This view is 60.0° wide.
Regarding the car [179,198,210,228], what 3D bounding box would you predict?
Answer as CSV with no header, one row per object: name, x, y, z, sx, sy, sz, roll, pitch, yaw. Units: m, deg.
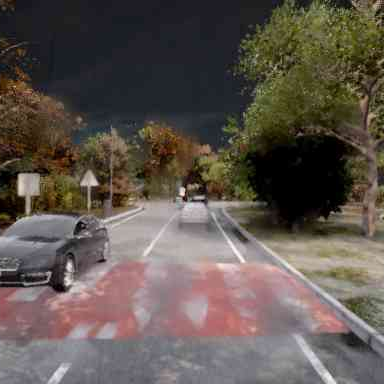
car,0.170,1.356,20.902,1.812,1.442,4.674,0,1,1

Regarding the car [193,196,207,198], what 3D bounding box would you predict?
car,0.946,1.134,37.380,1.882,1.535,5.008,0,0,6

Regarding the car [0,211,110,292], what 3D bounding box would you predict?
car,-3.329,1.242,8.096,1.837,1.490,4.892,1,-3,0
